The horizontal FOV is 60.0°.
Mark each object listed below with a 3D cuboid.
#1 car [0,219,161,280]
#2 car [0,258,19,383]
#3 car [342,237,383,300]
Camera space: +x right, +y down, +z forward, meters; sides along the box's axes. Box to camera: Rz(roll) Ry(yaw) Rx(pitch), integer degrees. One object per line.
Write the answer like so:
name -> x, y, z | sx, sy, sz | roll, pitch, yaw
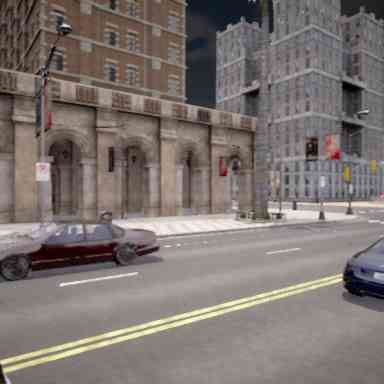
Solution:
car -> -3.592, 1.556, 10.027 | 5.357, 1.411, 2.033 | 0, 0, -35
car -> -3.439, 1.484, 1.299 | 4.902, 1.511, 2.128 | 0, 0, -35
car -> 5.270, 1.593, 7.501 | 4.181, 1.385, 1.994 | 0, 0, -36
